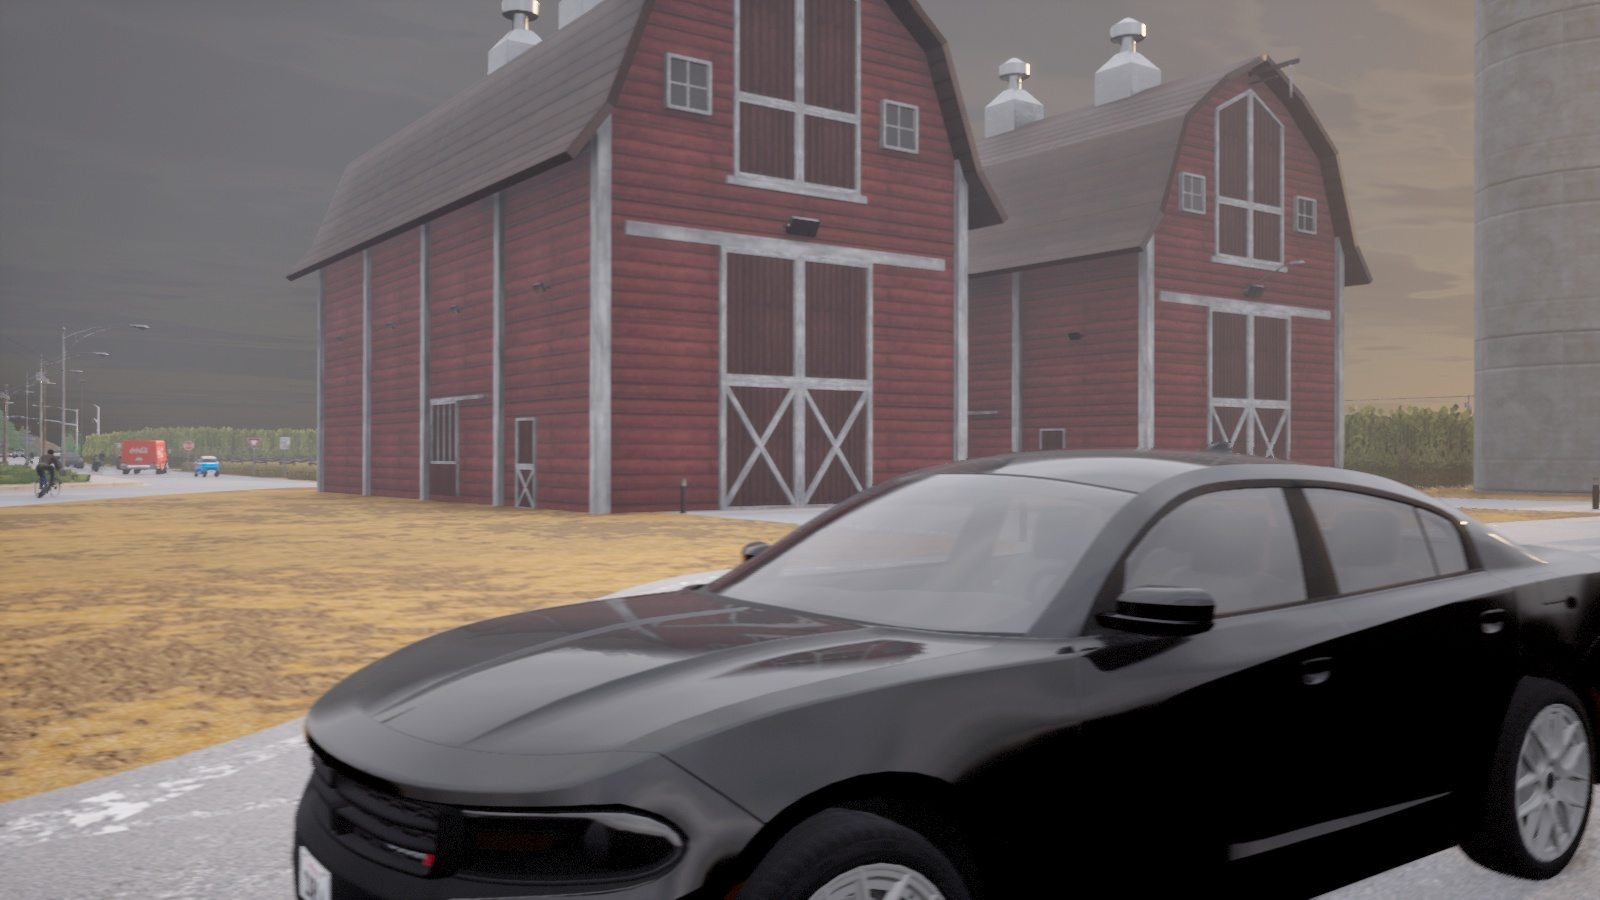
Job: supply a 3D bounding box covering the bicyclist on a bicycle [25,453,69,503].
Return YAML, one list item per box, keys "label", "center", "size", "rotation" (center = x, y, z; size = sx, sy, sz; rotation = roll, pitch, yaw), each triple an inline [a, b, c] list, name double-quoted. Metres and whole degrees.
- label: "bicyclist on a bicycle"
  center: [-24.944, 0.907, 41.599]
  size: [0.582, 1.620, 1.656]
  rotation: [0, -1, -5]

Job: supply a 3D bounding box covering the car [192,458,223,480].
- label: "car"
  center: [-38.525, 1.225, 81.628]
  size: [1.481, 1.376, 2.207]
  rotation: [0, 0, -35]

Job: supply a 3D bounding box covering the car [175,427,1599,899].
- label: "car"
  center: [0.812, 0.731, 4.246]
  size: [5.008, 1.535, 1.882]
  rotation: [0, 0, -35]
